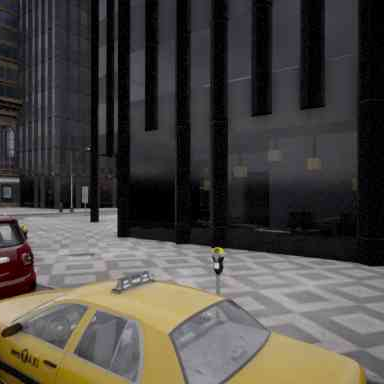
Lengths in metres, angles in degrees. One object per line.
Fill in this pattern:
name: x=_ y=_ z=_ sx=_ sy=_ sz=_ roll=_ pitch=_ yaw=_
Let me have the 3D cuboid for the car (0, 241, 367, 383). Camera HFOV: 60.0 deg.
car: x=-0.803 y=1.525 z=3.524 sx=4.829 sy=1.417 sz=1.752 roll=0 pitch=0 yaw=35

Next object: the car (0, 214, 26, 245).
car: x=-5.097 y=1.314 z=6.552 sx=5.009 sy=1.841 sz=2.192 roll=0 pitch=0 yaw=35
